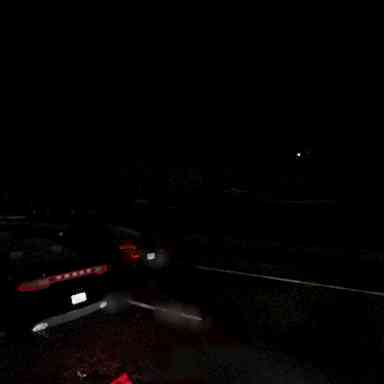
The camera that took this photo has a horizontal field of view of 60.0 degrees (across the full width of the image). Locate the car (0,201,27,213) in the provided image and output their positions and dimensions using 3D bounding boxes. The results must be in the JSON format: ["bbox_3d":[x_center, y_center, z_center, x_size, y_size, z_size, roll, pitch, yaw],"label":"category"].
[{"bbox_3d":[-22.995,1.904,42.036,2.033,1.411,5.357,-1,0,36],"label":"car"}]

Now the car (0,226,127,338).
[{"bbox_3d":[-3.801,1.535,6.687,5.008,1.535,1.882,0,0,35],"label":"car"}]

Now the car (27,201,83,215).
[{"bbox_3d":[-14.599,1.775,35.724,1.837,1.490,4.892,-1,0,36],"label":"car"}]

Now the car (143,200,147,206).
[{"bbox_3d":[-10.034,1.880,59.781,1.812,1.442,4.674,-1,0,36],"label":"car"}]

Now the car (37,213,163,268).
[{"bbox_3d":[-2.991,1.595,10.398,4.674,1.442,1.812,0,0,35],"label":"car"}]

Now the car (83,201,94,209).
[{"bbox_3d":[-17.240,1.957,49.925,1.895,1.301,4.718,-1,0,36],"label":"car"}]

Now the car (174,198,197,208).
[{"bbox_3d":[-1.106,1.830,54.216,1.994,1.385,4.181,-1,0,36],"label":"car"}]

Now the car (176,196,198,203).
[{"bbox_3d":[-1.017,1.507,72.011,2.033,1.411,5.357,-1,0,36],"label":"car"}]

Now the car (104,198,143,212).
[{"bbox_3d":[-9.105,1.746,43.264,1.882,1.535,5.008,-1,0,36],"label":"car"}]
